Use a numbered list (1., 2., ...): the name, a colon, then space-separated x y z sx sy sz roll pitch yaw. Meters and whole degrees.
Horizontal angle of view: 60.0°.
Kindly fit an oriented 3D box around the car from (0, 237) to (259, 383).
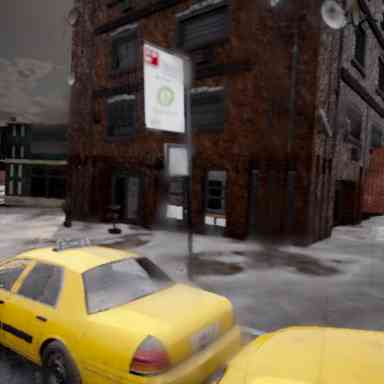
1. car: -1.950 1.455 4.929 5.366 1.575 1.946 0 0 36
